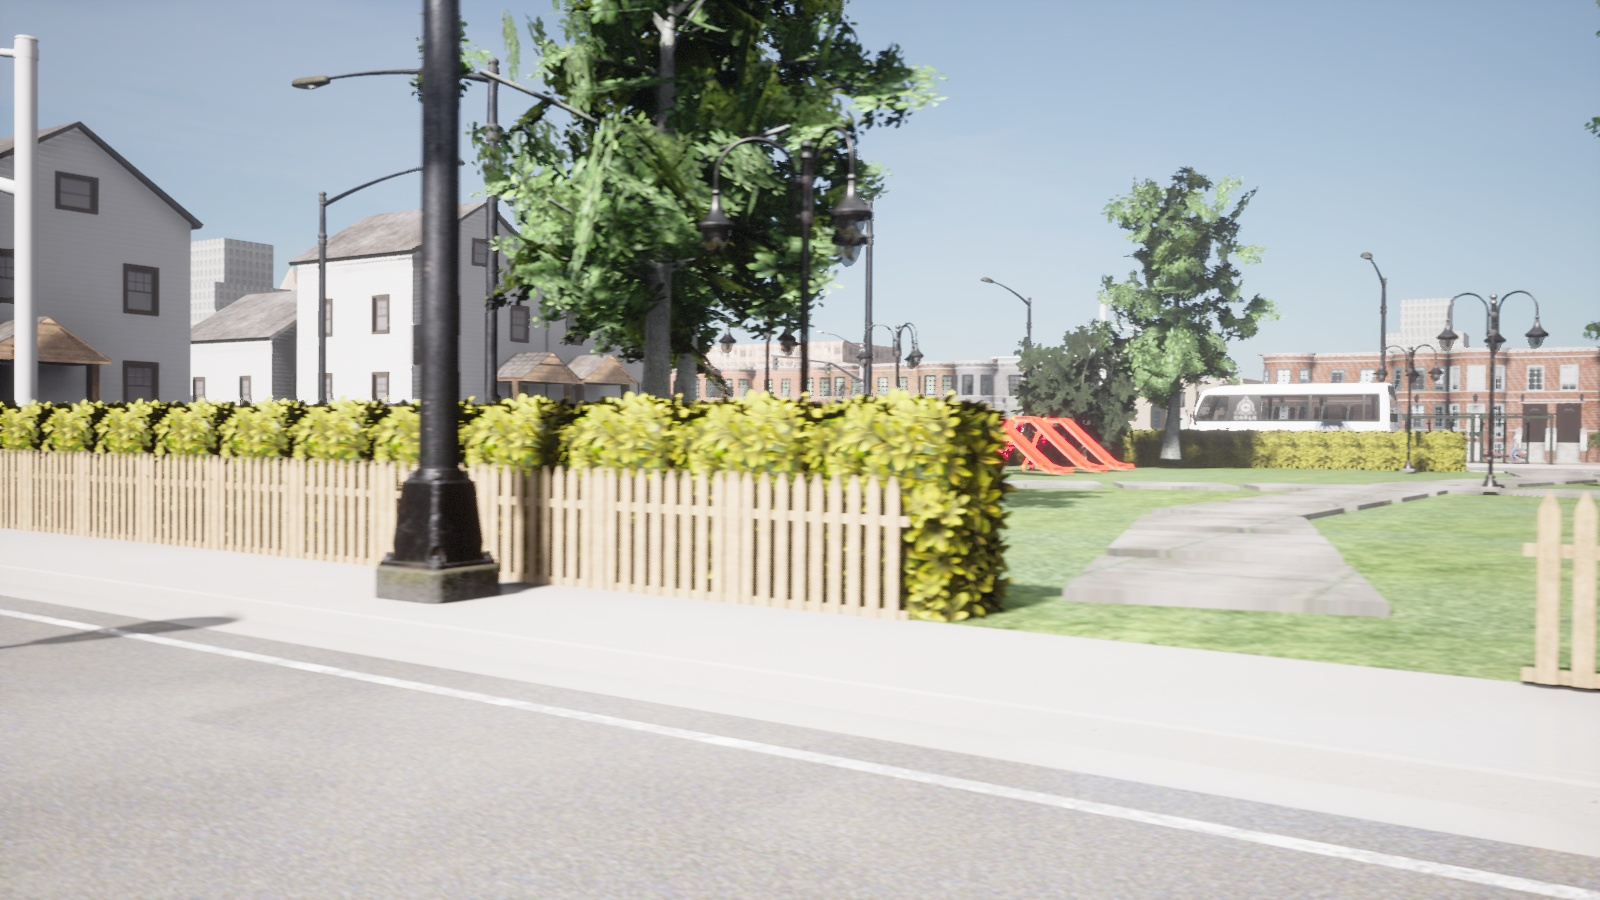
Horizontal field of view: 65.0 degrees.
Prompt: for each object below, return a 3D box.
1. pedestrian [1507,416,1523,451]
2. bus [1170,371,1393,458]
[{"bbox_3d":[37.920,-0.857,66.576,0.706,1.836,0.354,0,1,31],"label":"pedestrian"},{"bbox_3d":[25.077,-1.769,65.680,10.273,4.253,3.944,0,1,33],"label":"bus"}]
